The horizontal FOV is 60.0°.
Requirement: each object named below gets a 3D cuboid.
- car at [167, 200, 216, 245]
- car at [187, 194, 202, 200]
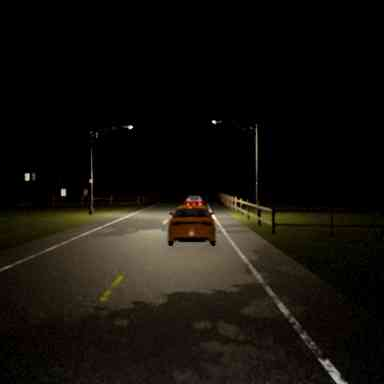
[{"bbox_3d":[-0.002,1.323,14.624,1.882,1.535,5.008,0,1,0],"label":"car"},{"bbox_3d":[0.256,1.211,35.862,1.895,1.301,4.718,0,1,1],"label":"car"}]
